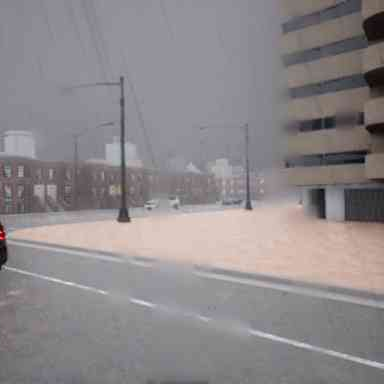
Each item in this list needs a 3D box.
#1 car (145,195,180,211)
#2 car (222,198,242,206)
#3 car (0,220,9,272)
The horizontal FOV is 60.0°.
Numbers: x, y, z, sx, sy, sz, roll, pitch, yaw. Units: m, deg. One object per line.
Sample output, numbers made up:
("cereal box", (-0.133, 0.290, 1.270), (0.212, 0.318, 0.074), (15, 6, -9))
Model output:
("car", (-3.929, 1.510, 45.215), (2.150, 2.045, 5.566), (-1, -1, 37))
("car", (7.240, 1.792, 59.935), (1.882, 1.535, 5.008), (-1, -1, 37))
("car", (-7.217, 1.259, 9.108), (5.566, 2.045, 2.150), (0, 0, 36))
